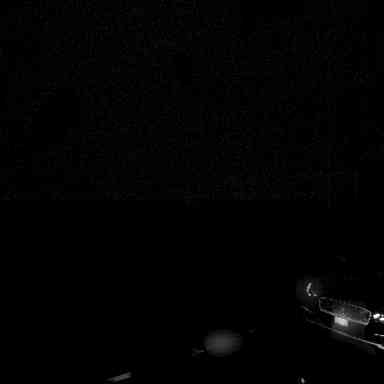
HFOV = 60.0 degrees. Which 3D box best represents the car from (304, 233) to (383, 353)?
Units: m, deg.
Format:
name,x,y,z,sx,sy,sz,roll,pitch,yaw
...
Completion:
name,x,y,z,sx,sy,sz,roll,pitch,yaw
car,4.005,1.504,5.928,4.892,1.490,1.837,0,0,-36
